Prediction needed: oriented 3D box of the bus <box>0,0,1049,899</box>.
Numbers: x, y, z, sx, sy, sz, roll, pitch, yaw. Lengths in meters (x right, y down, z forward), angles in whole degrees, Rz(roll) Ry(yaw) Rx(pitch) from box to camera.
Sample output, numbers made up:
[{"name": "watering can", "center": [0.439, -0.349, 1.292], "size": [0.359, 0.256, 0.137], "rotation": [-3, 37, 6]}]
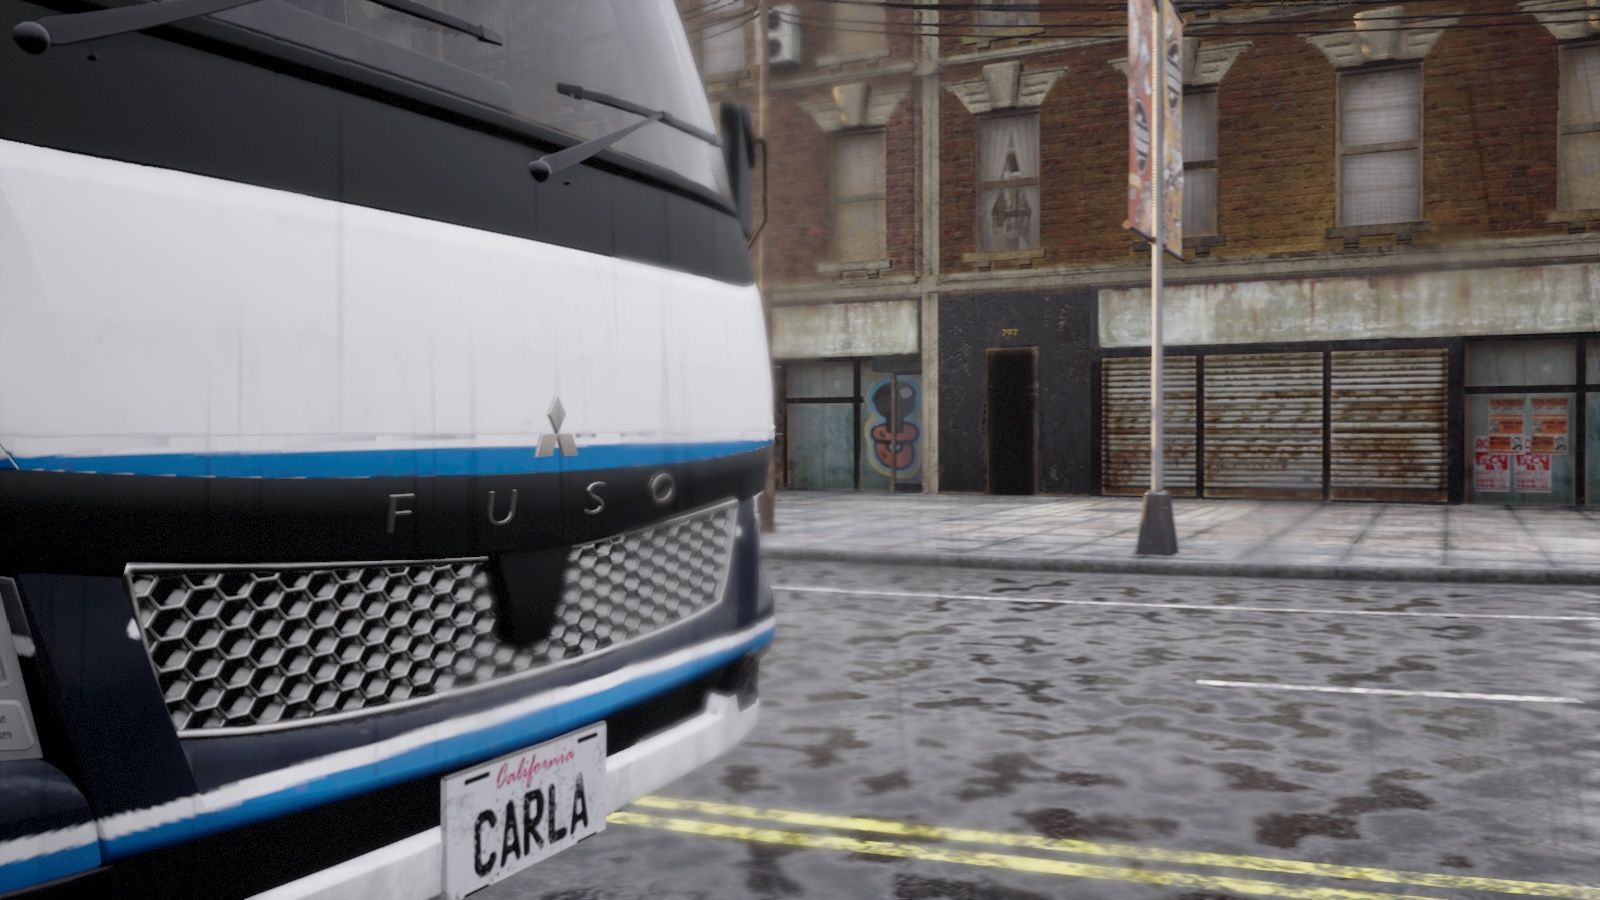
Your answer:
[{"name": "bus", "center": [-4.589, -0.644, 5.046], "size": [10.273, 4.253, 3.944], "rotation": [1, 1, 27]}]
